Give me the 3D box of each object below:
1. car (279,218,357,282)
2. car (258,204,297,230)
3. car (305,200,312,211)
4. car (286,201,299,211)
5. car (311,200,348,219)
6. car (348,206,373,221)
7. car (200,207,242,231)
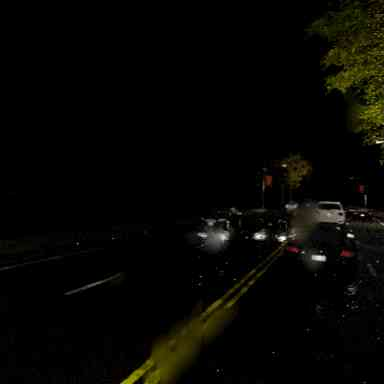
[{"bbox_3d":[4.196,1.788,10.784,1.994,1.385,4.181,2,-1,23],"label":"car"},{"bbox_3d":[6.069,1.882,23.916,1.882,1.535,5.008,2,-1,23],"label":"car"},{"bbox_3d":[22.258,2.504,61.501,2.150,2.045,5.566,2,-1,24],"label":"car"},{"bbox_3d":[18.329,2.503,60.634,2.097,1.767,4.553,2,-1,24],"label":"car"},{"bbox_3d":[11.156,1.811,27.017,2.150,2.045,5.566,2,-1,23],"label":"car"},{"bbox_3d":[19.086,2.499,37.440,1.994,1.385,4.181,2,-1,24],"label":"car"},{"bbox_3d":[2.121,1.767,22.954,2.128,1.511,4.902,2,-1,23],"label":"car"}]
